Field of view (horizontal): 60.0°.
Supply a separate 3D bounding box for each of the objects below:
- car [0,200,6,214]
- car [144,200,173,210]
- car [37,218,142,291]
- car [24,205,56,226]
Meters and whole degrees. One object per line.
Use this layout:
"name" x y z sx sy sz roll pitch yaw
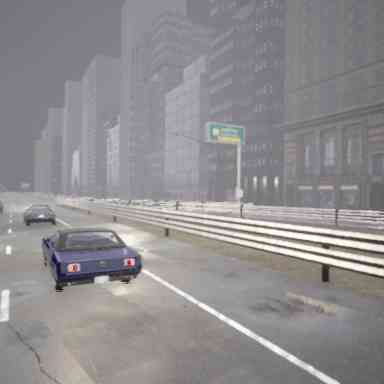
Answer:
"car" -21.207 1.566 35.640 2.128 1.511 4.902 1 0 -28
"car" -5.140 1.951 50.401 5.357 1.411 2.033 0 0 43
"car" -3.024 1.633 9.250 1.895 1.301 4.718 1 0 -28
"car" -11.255 1.632 24.532 1.994 1.385 4.181 1 0 -28
